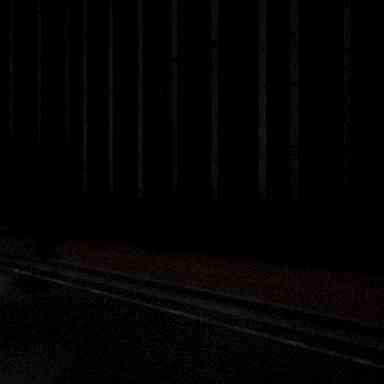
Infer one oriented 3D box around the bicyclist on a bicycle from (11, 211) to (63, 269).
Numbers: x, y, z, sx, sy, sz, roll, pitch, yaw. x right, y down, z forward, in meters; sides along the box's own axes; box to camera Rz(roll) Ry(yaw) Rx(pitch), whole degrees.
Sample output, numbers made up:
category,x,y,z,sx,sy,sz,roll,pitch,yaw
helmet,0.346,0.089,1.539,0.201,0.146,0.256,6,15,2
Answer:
category,x,y,z,sx,sy,sz,roll,pitch,yaw
bicyclist on a bicycle,-4.675,1.354,9.988,0.582,1.620,1.656,0,9,35
